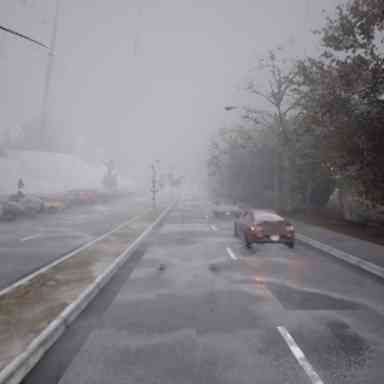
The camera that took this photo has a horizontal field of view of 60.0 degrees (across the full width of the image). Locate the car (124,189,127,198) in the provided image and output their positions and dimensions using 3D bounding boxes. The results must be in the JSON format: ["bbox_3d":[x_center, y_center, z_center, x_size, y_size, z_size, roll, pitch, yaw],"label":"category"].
[{"bbox_3d":[-14.537,0.563,59.227,4.674,1.452,2.002,-1,2,-21],"label":"car"}]

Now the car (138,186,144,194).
[{"bbox_3d":[-14.943,0.034,80.165,5.366,1.575,1.946,-1,2,-21],"label":"car"}]

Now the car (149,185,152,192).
[{"bbox_3d":[-14.733,-0.301,92.310,5.366,1.575,1.946,-1,2,-21],"label":"car"}]

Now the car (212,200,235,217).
[{"bbox_3d":[2.718,1.309,27.573,1.895,1.301,4.718,0,1,0],"label":"car"}]

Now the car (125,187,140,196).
[{"bbox_3d":[-14.681,0.204,74.246,4.792,1.488,2.163,-1,1,-21],"label":"car"}]

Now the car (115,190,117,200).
[{"bbox_3d":[-14.437,0.731,50.282,4.892,1.521,2.231,-1,2,-21],"label":"car"}]

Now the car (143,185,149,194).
[{"bbox_3d":[-14.816,-0.370,86.251,5.566,2.045,2.435,-1,1,-21],"label":"car"}]

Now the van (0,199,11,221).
[{"bbox_3d":[-14.010,1.071,20.493,4.442,1.987,1.878,-1,0,-21],"label":"van"}]

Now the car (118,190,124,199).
[{"bbox_3d":[-14.481,0.466,56.252,4.553,1.767,2.185,-1,2,-21],"label":"car"}]

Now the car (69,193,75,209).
[{"bbox_3d":[-14.219,1.148,32.394,4.792,1.488,2.163,-1,1,-21],"label":"car"}]

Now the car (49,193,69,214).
[{"bbox_3d":[-14.042,1.164,29.469,5.366,1.575,1.946,-1,1,-21],"label":"car"}]

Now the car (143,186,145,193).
[{"bbox_3d":[-14.810,-0.003,83.240,4.674,1.452,2.002,-1,1,-21],"label":"car"}]

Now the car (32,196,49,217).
[{"bbox_3d":[-14.207,1.250,26.398,4.792,1.488,2.163,-1,1,-21],"label":"car"}]

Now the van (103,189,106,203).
[{"bbox_3d":[-14.273,0.640,44.358,4.442,1.987,1.878,-1,1,-21],"label":"van"}]

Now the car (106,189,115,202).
[{"bbox_3d":[-14.389,0.548,47.308,5.566,2.045,2.435,-1,1,-21],"label":"car"}]

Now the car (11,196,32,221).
[{"bbox_3d":[-14.142,1.299,23.427,4.674,1.452,2.002,-1,1,-21],"label":"car"}]

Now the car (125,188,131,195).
[{"bbox_3d":[-14.549,0.482,62.244,4.792,1.488,2.163,-1,1,-21],"label":"car"}]

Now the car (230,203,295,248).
[{"bbox_3d":[2.888,1.397,13.889,1.812,1.442,4.674,0,1,0],"label":"car"}]

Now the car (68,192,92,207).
[{"bbox_3d":[-14.308,1.040,38.350,4.674,1.452,2.002,-1,2,-21],"label":"car"}]

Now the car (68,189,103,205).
[{"bbox_3d":[-14.374,0.686,41.314,5.566,2.045,2.435,-1,2,-21],"label":"car"}]
